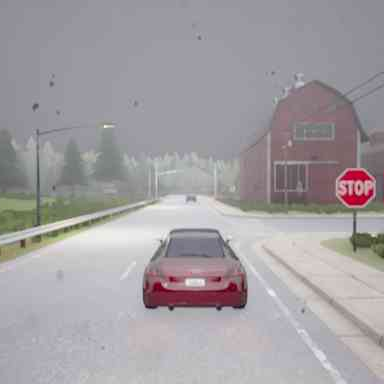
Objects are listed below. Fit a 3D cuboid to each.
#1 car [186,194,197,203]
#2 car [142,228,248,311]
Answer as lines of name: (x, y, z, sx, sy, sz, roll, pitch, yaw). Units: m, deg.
car: (-0.139, 1.100, 60.743, 1.882, 1.535, 5.008, 0, 0, 0)
car: (0.060, 1.515, 7.740, 1.994, 1.385, 4.181, 0, 0, 0)
